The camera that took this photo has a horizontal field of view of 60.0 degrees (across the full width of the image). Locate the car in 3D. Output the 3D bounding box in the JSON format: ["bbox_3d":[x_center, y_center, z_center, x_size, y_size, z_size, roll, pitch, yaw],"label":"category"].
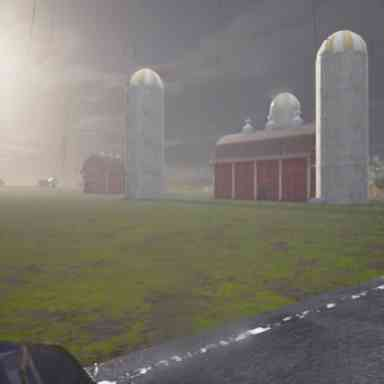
[{"bbox_3d":[-2.398,1.566,1.370,4.181,1.385,1.994,0,0,-36],"label":"car"}]
